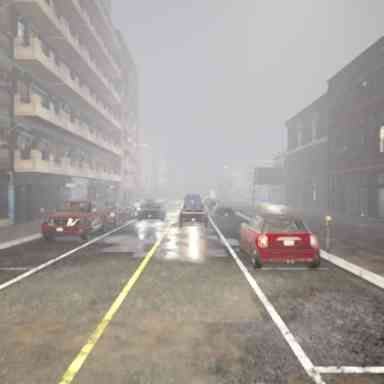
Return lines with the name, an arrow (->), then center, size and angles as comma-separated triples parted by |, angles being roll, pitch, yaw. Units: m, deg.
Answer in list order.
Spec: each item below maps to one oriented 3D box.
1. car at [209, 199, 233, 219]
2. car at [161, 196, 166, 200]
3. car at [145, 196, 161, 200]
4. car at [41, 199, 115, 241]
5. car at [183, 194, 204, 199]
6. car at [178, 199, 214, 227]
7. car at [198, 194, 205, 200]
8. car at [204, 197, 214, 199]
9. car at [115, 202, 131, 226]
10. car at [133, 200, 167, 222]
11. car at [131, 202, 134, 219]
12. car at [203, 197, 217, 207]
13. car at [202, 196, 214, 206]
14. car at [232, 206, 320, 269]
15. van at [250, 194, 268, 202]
car -> 2.681, 1.526, 28.228 | 2.008, 1.369, 4.403 | 0, 0, 0
car -> -5.707, 1.501, 62.241 | 1.752, 1.417, 4.829 | 0, 0, 0
car -> -5.703, 1.537, 45.321 | 1.947, 1.339, 4.313 | 0, 0, 0
car -> -5.699, 1.298, 16.837 | 2.192, 1.841, 5.009 | 0, 0, 0
car -> 0.092, 1.195, 40.374 | 2.150, 2.045, 5.566 | 0, 0, 0
car -> 0.096, 1.470, 22.395 | 2.128, 1.511, 4.902 | 0, 0, 0
car -> 2.668, 1.441, 94.880 | 1.967, 1.590, 4.097 | 0, 0, 0
car -> 2.678, 1.516, 39.621 | 1.887, 1.381, 4.507 | 0, 0, 0
car -> -5.700, 1.419, 22.534 | 1.967, 1.590, 4.097 | 0, 0, 0
car -> -3.040, 1.541, 26.043 | 1.994, 1.385, 4.181 | 0, 0, 0
car -> -5.700, 1.526, 28.232 | 2.008, 1.369, 4.403 | 0, 0, 0
car -> 2.676, 1.517, 51.014 | 1.887, 1.381, 4.507 | 0, 0, 0
car -> 2.675, 1.499, 56.882 | 1.752, 1.417, 4.829 | 0, 0, 0
car -> 2.682, 1.428, 11.138 | 1.967, 1.590, 4.097 | 0, 0, 0
van -> 14.645, 1.389, 73.176 | 3.998, 1.788, 1.690 | 0, 0, 0
